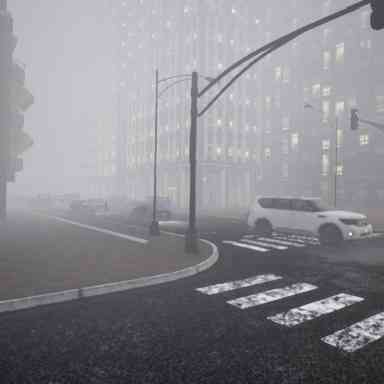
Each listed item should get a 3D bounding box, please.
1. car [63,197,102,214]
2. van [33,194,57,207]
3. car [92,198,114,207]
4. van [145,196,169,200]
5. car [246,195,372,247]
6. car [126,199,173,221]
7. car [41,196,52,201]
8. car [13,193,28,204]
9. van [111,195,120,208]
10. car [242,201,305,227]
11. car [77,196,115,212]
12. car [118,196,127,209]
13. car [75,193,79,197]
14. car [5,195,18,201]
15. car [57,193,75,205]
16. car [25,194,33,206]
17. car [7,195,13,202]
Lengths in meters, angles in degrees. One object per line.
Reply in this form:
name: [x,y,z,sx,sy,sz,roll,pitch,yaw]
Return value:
car: [-10.890,1.427,32.897,2.008,1.369,4.403,1,-1,-35]
van: [-20.693,1.197,46.718,1.690,1.788,3.998,1,-1,-35]
car: [-13.865,1.586,51.565,1.947,1.339,4.313,1,-1,-35]
van: [-4.053,1.382,37.748,1.690,1.788,3.998,1,-1,-35]
car: [5.221,1.201,15.565,2.150,2.045,5.566,1,0,-42]
car: [-3.221,1.504,26.564,1.994,1.385,4.181,1,-1,-35]
car: [-36.750,1.570,83.809,1.802,1.307,4.206,1,-1,-35]
car: [-30.501,1.155,60.537,2.192,1.841,5.009,1,-1,-35]
van: [-10.591,1.368,46.961,1.690,1.788,3.998,1,-1,-35]
car: [5.754,1.505,23.928,1.967,1.590,4.097,1,-1,-35]
car: [-10.936,1.469,37.441,2.033,1.411,5.357,1,-1,-36]
car: [-7.326,1.584,42.352,2.008,1.369,4.403,1,-1,-35]
car: [-20.506,1.181,56.287,2.150,2.045,5.566,1,-1,-35]
car: [-40.312,1.378,74.354,2.008,1.369,4.403,1,-1,-35]
car: [-19.556,0.999,49.771,1.882,1.535,5.008,1,-1,-35]
car: [-23.967,1.432,51.322,1.802,1.307,4.206,1,-1,-35]
car: [-37.043,1.397,69.748,1.947,1.339,4.313,1,-1,-35]
